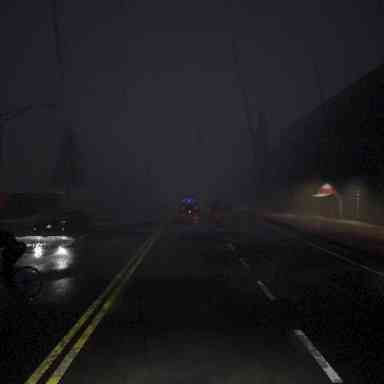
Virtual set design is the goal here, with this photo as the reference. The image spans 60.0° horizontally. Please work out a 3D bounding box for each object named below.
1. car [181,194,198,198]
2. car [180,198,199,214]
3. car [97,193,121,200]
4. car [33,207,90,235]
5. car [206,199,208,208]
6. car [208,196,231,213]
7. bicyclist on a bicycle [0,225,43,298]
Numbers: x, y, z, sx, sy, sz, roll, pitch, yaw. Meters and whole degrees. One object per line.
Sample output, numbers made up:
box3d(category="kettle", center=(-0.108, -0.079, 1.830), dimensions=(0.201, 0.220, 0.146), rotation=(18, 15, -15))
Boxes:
box3d(category="car", center=(-0.347, 1.221, 44.446), dimensions=(2.150, 2.045, 5.566), rotation=(0, 0, 0))
box3d(category="car", center=(-0.238, 1.601, 34.408), dimensions=(1.895, 1.301, 4.718), rotation=(0, 0, -1))
box3d(category="car", center=(-22.376, 1.153, 89.538), dimensions=(4.605, 1.855, 1.932), rotation=(0, 0, -1))
box3d(category="car", center=(-7.235, 1.564, 18.804), dimensions=(1.994, 1.385, 4.181), rotation=(0, 0, 0))
box3d(category="car", center=(3.079, 1.352, 47.291), dimensions=(2.097, 1.767, 4.553), rotation=(0, 0, 0))
box3d(category="car", center=(3.212, 1.478, 37.210), dimensions=(1.882, 1.535, 5.008), rotation=(0, 0, 0))
box3d(category="bicyclist on a bicycle", center=(-3.972, 1.455, 6.990), dimensions=(1.656, 1.620, 0.582), rotation=(-2, 0, -1))
